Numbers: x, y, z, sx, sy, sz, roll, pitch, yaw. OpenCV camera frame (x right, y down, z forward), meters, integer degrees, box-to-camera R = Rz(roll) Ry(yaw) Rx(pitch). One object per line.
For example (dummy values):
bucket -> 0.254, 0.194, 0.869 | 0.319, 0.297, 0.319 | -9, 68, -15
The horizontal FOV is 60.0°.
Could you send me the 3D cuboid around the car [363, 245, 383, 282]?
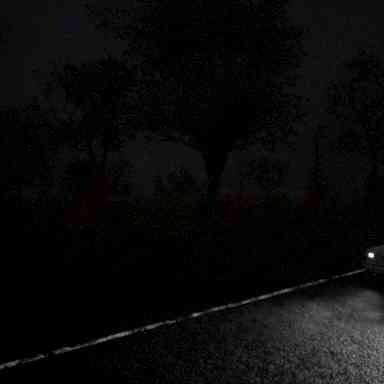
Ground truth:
car -> 6.434, 1.582, 8.579 | 4.718, 1.301, 1.895 | 0, 0, -35
